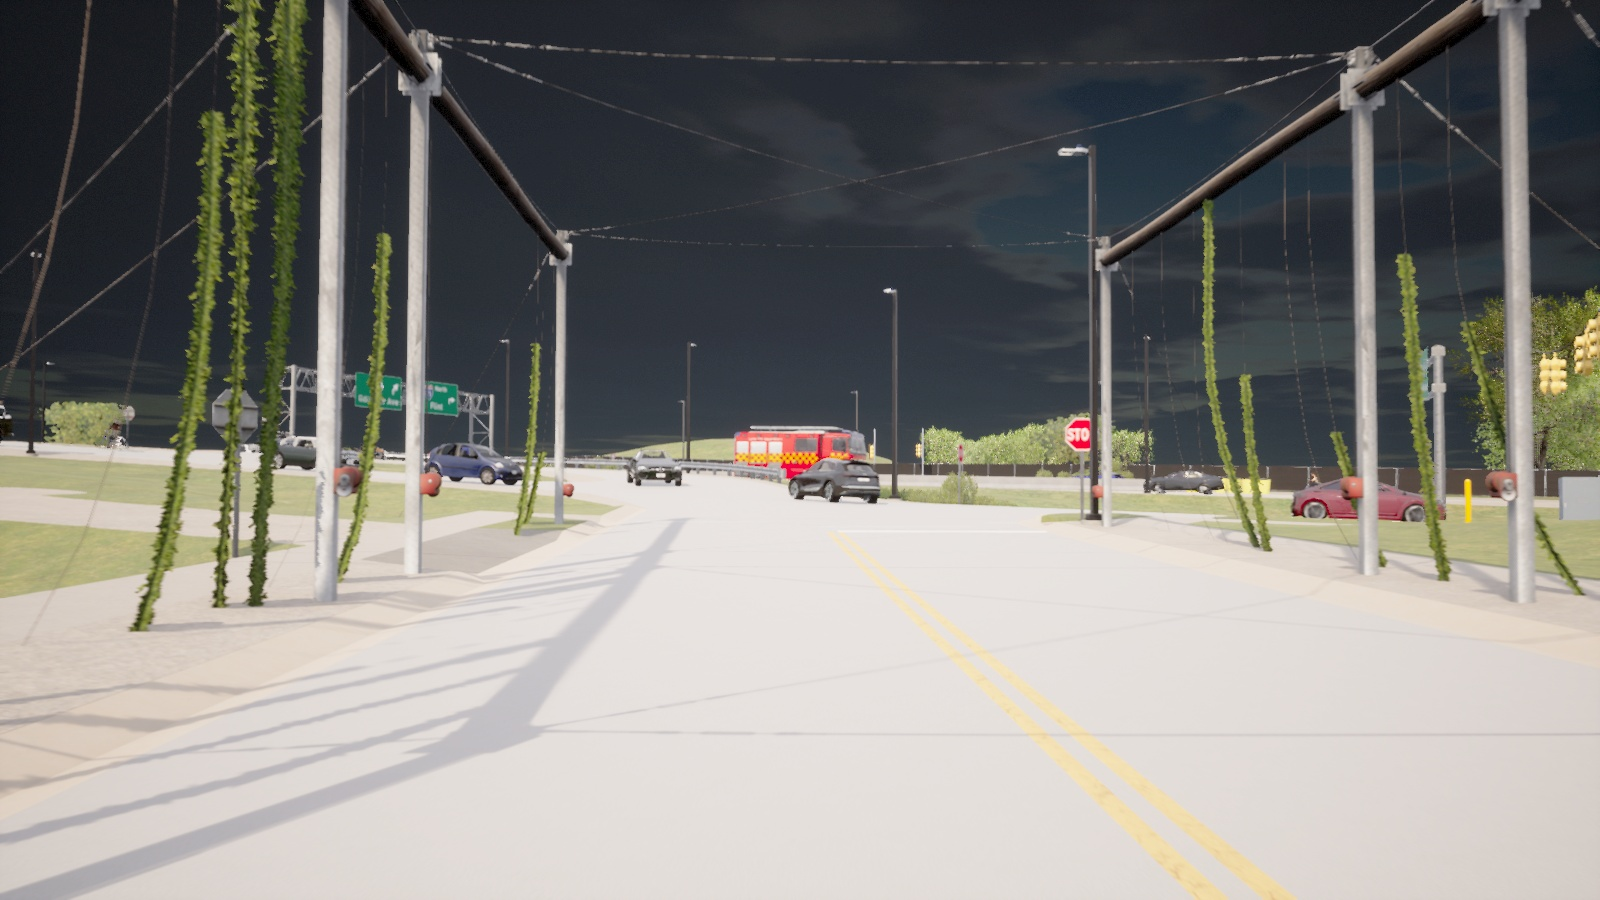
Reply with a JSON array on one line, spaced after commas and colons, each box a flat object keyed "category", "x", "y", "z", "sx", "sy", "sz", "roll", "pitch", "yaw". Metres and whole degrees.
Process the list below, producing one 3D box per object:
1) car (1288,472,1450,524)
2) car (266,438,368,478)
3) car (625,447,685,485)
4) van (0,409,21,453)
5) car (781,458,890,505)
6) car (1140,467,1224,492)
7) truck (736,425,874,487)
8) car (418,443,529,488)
[{"category": "car", "x": 16.539, "y": 1.376, "z": 36.696, "sx": 4.181, "sy": 1.385, "sz": 1.994, "roll": 1, "pitch": -2, "yaw": 23}, {"category": "car", "x": -20.974, "y": 0.351, "z": 54.542, "sx": 3.806, "sy": 1.475, "sz": 1.970, "roll": 3, "pitch": -1, "yaw": 24}, {"category": "car", "x": -6.834, "y": 0.717, "z": 58.694, "sx": 2.152, "sy": 1.651, "sz": 5.027, "roll": 0, "pitch": 1, "yaw": -14}, {"category": "van", "x": -38.533, "y": -0.929, "z": 57.639, "sx": 2.069, "sy": 2.038, "sz": 4.480, "roll": 2, "pitch": 1, "yaw": 15}, {"category": "car", "x": 1.266, "y": 1.146, "z": 47.435, "sx": 2.033, "sy": 1.649, "sz": 4.856, "roll": 2, "pitch": -1, "yaw": -26}, {"category": "car", "x": 24.042, "y": 1.840, "z": 79.029, "sx": 4.902, "sy": 1.511, "sz": 2.128, "roll": 0, "pitch": -2, "yaw": 23}, {"category": "truck", "x": 0.286, "y": 0.405, "z": 81.639, "sx": 8.468, "sy": 3.827, "sz": 2.891, "roll": 0, "pitch": -2, "yaw": 23}, {"category": "car", "x": -13.302, "y": 0.640, "z": 51.194, "sx": 3.988, "sy": 1.617, "sz": 1.851, "roll": 2, "pitch": -1, "yaw": 22}]
